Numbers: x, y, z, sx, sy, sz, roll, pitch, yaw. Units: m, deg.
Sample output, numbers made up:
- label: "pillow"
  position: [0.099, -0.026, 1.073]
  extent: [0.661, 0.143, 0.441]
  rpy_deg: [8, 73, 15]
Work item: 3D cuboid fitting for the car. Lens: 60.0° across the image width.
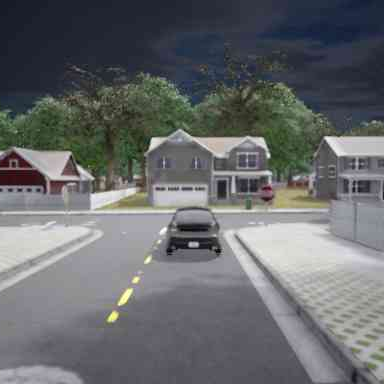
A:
- label: "car"
  position: [0.088, 1.297, 12.400]
  extent: [1.837, 1.490, 4.892]
  rpy_deg: [0, 1, 1]
